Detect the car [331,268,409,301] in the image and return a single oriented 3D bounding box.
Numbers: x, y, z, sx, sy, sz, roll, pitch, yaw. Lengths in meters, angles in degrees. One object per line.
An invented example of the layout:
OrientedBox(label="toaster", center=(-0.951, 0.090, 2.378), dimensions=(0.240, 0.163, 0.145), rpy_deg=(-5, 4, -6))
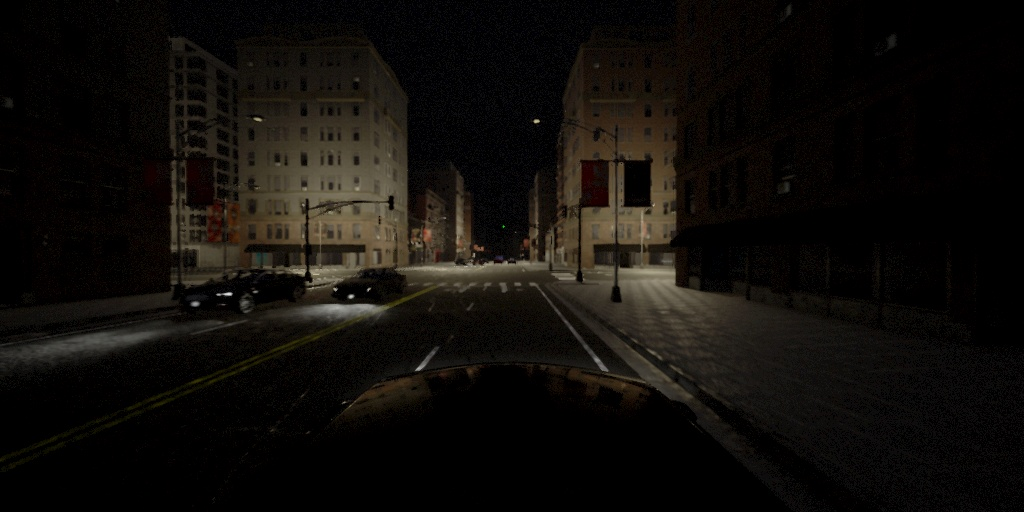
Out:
OrientedBox(label="car", center=(-6.547, 1.271, 17.276), dimensions=(2.033, 1.411, 5.357), rpy_deg=(0, 0, 1))

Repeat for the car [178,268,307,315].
OrientedBox(label="car", center=(-9.821, 1.222, 13.578), dimensions=(2.128, 1.511, 4.902), rpy_deg=(0, 0, 0))
